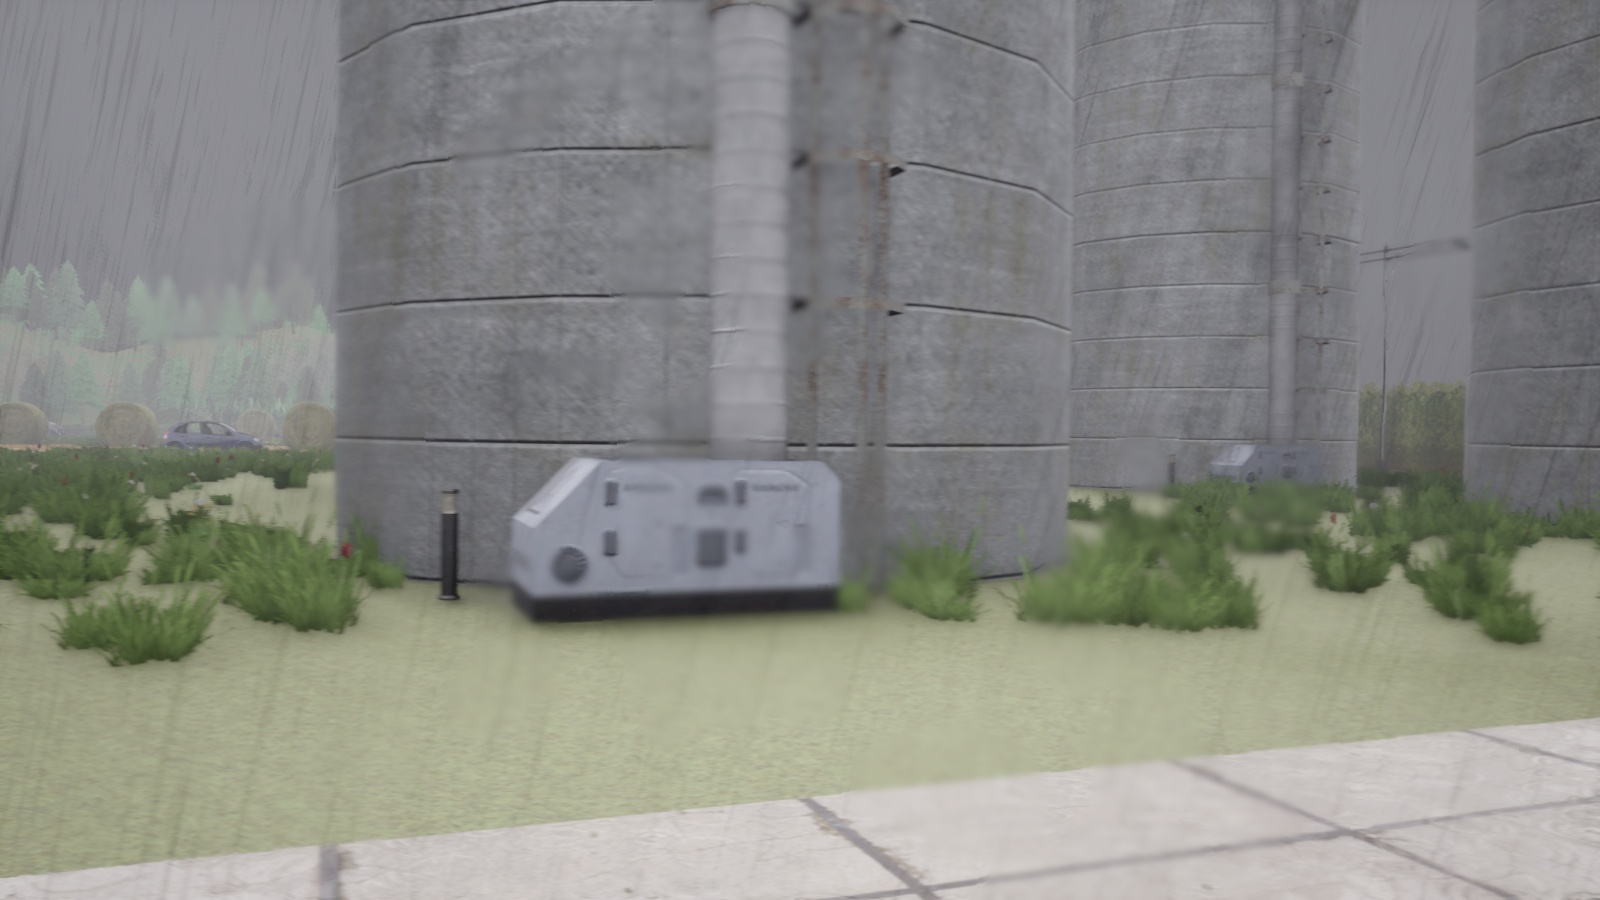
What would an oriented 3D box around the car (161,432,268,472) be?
[{"bbox_3d":[-24.922,0.067,53.580,3.988,1.617,1.851,-1,1,-21],"label":"car"}]
